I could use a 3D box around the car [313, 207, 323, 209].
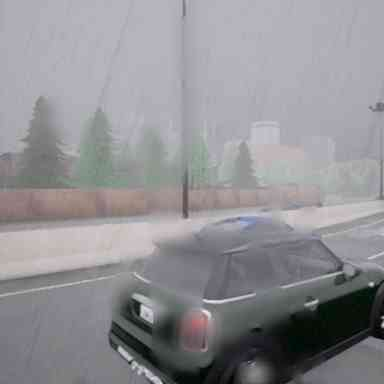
[{"bbox_3d":[13.848,1.463,38.790,2.033,1.411,5.357,0,0,38],"label":"car"}]

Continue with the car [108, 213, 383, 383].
[{"bbox_3d":[1.195,1.346,4.940,4.553,1.767,2.097,0,0,-38],"label":"car"}]

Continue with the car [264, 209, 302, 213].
[{"bbox_3d":[1.988,1.467,10.044,5.008,1.535,1.882,0,0,-39],"label":"car"}]
